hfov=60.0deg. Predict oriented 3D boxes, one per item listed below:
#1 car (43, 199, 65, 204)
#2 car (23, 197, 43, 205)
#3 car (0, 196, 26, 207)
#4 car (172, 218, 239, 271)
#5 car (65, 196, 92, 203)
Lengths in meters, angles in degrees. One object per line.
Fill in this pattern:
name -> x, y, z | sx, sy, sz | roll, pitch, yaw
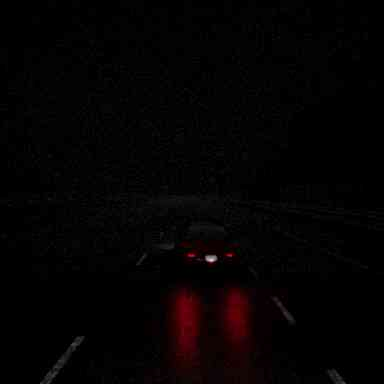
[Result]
car -> -20.942, 1.844, 52.213 | 1.882, 1.535, 5.008 | 0, -1, 0
car -> -24.437, 1.936, 52.780 | 1.994, 1.385, 4.181 | 0, 0, 0
car -> -27.932, 1.588, 52.161 | 2.150, 2.045, 5.566 | 0, -1, 1
car -> 0.345, 1.577, 11.036 | 1.812, 1.442, 4.674 | 0, 0, -4
car -> -17.447, 1.588, 52.159 | 2.150, 2.045, 5.566 | 0, -1, 0
